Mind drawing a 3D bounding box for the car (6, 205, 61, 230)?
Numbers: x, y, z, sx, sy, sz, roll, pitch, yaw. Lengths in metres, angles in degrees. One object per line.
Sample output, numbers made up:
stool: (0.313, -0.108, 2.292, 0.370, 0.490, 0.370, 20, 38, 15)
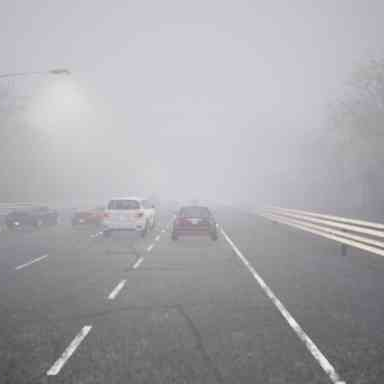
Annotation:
car: (-10.352, 1.598, 22.096, 1.837, 1.490, 4.892, 0, 0, 0)

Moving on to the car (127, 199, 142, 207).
car: (-10.121, 1.855, 58.907, 1.895, 1.301, 4.718, 0, 0, 0)

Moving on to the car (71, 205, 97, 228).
car: (-6.848, 1.622, 23.001, 1.812, 1.442, 4.674, 0, 0, 0)

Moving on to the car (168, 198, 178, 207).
car: (-3.127, 1.744, 58.089, 2.128, 1.511, 4.902, 0, 0, 0)

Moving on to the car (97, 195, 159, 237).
car: (-3.367, 1.302, 18.749, 2.150, 2.045, 5.566, 0, 0, 0)

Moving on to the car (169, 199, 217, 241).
car: (0.131, 1.425, 17.409, 2.097, 1.767, 4.553, 0, 0, 0)

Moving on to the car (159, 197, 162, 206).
car: (-6.626, 1.474, 58.177, 2.150, 2.045, 5.566, 0, 0, 0)
